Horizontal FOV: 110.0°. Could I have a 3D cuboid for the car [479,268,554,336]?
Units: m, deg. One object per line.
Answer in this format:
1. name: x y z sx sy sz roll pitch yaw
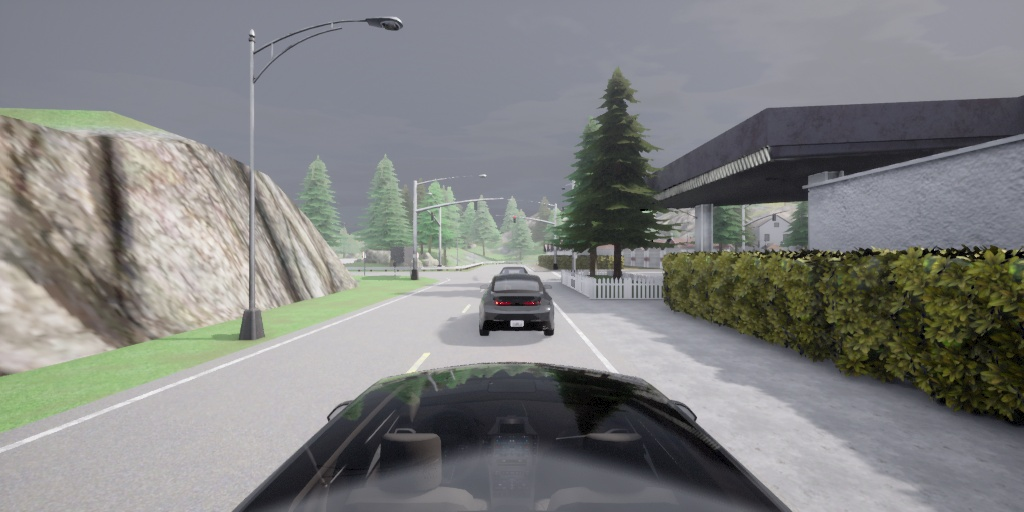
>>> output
1. car: 0.117 1.255 10.376 1.837 1.490 4.892 0 0 0
